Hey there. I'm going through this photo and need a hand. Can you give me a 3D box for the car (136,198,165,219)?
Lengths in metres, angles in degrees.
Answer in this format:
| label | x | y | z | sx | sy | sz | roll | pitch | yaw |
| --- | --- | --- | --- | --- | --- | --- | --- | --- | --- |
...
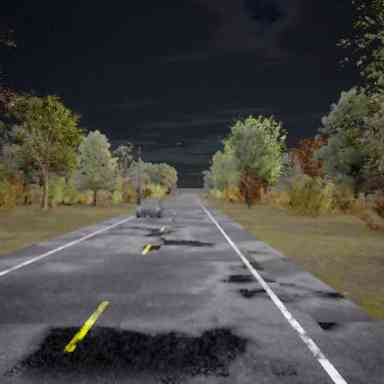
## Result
| label | x | y | z | sx | sy | sz | roll | pitch | yaw |
| --- | --- | --- | --- | --- | --- | --- | --- | --- | --- |
| car | -3.547 | 1.349 | 28.878 | 2.097 | 1.767 | 4.553 | 0 | 0 | 0 |
